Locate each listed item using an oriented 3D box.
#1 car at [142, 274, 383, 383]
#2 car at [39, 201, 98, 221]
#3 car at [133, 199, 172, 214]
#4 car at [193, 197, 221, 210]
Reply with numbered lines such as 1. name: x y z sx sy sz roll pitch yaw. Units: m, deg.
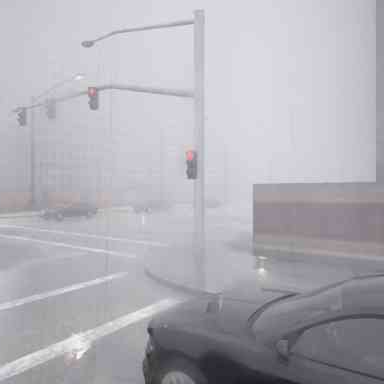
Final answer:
1. car: 1.759 1.478 2.751 5.008 1.535 1.882 0 0 37
2. car: -10.075 1.491 27.417 2.128 1.511 4.902 0 0 34
3. car: -4.146 1.505 35.555 1.837 1.490 4.892 0 0 36
4. car: 2.025 1.478 44.009 1.882 1.535 5.008 0 0 36
